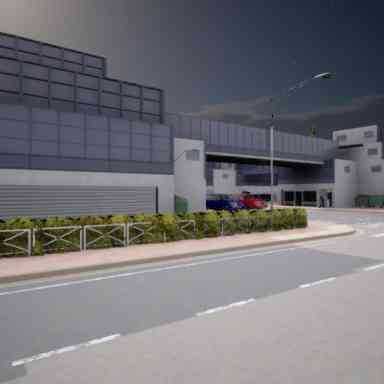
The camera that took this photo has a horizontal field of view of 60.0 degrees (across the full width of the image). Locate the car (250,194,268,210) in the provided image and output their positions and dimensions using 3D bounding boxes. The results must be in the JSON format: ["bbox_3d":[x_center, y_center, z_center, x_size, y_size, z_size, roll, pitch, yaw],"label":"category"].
[{"bbox_3d":[5.995,1.220,37.817,2.150,2.045,5.566,0,0,-36],"label":"car"}]

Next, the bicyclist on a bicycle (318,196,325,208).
[{"bbox_3d":[16.640,1.303,42.703,1.656,1.620,0.582,0,0,-36],"label":"bicyclist on a bicycle"}]

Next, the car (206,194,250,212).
[{"bbox_3d":[3.168,1.221,35.754,2.150,2.045,5.566,0,0,-36],"label":"car"}]
